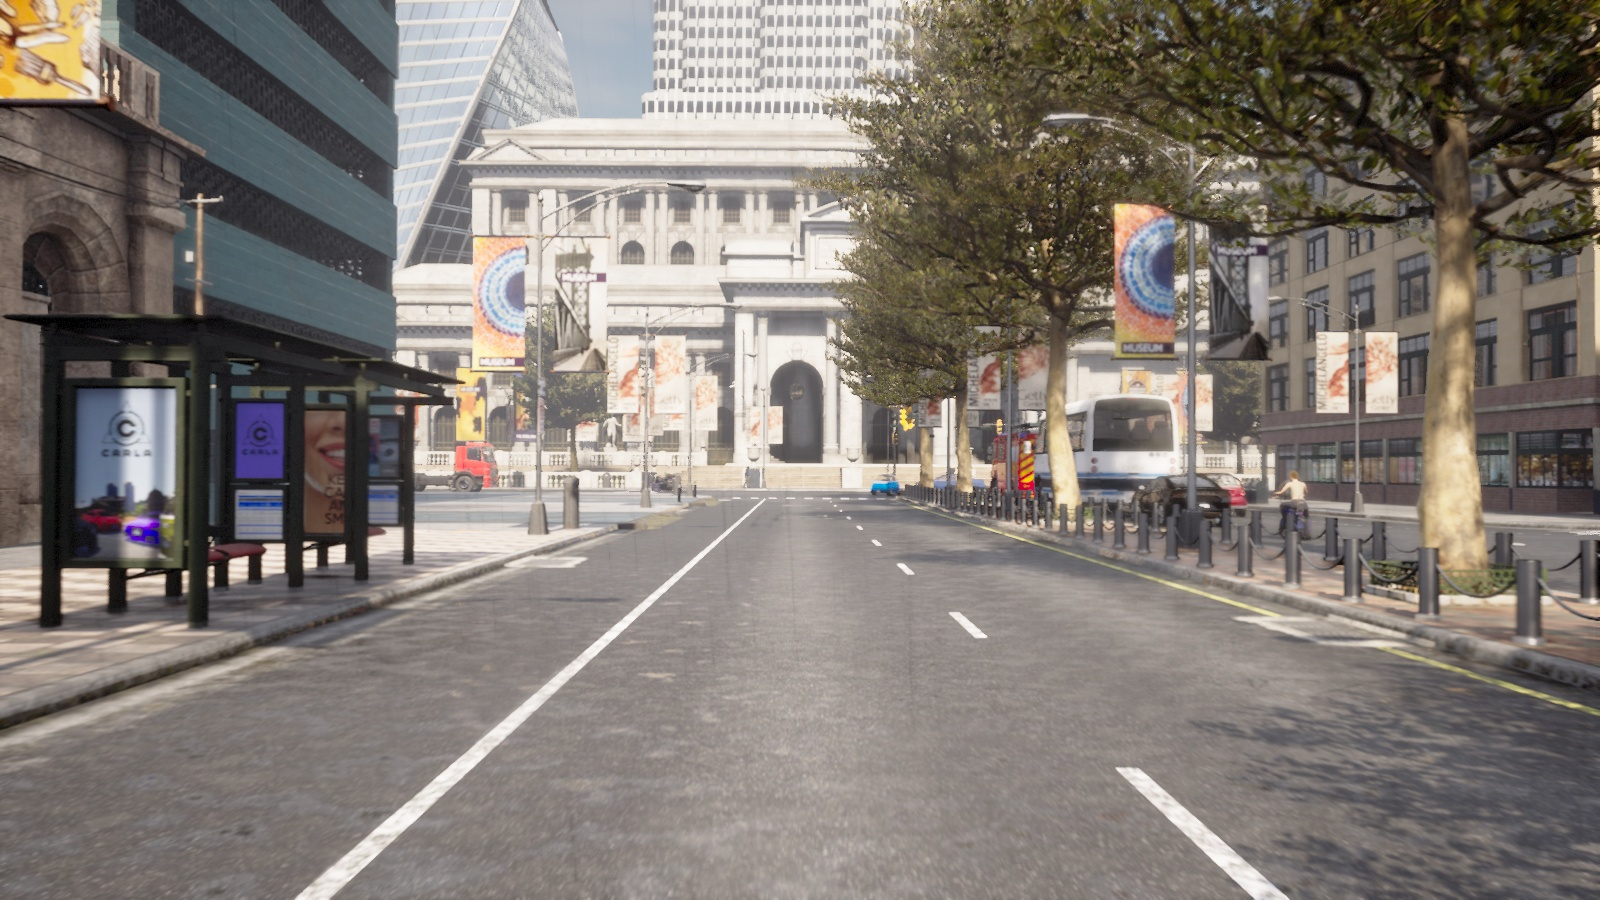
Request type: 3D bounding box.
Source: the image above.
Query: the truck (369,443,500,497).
[{"bbox_3d":[-24.287,1.331,83.690,7.936,3.462,2.891,0,-1,0],"label":"truck"}]

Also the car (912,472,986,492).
[{"bbox_3d":[11.142,2.393,94.124,5.357,1.411,2.033,0,-1,0],"label":"car"}]

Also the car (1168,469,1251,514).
[{"bbox_3d":[14.888,1.497,45.834,1.789,1.549,3.705,0,-1,0],"label":"car"}]

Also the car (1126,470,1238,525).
[{"bbox_3d":[11.409,1.381,37.876,1.882,1.535,5.008,0,-1,0],"label":"car"}]

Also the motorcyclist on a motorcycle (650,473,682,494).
[{"bbox_3d":[-9.680,2.406,90.657,2.191,1.530,0.866,0,-1,0],"label":"motorcyclist on a motorcycle"}]

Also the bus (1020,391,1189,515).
[{"bbox_3d":[11.377,0.202,48.378,3.944,4.253,10.273,0,-1,0],"label":"bus"}]

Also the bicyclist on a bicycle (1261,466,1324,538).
[{"bbox_3d":[11.436,1.194,29.210,0.866,1.612,1.509,0,-1,0],"label":"bicyclist on a bicycle"}]

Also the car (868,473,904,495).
[{"bbox_3d":[5.619,2.218,81.898,1.481,1.376,2.207,-1,-2,33],"label":"car"}]

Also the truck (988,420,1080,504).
[{"bbox_3d":[11.299,0.634,61.461,2.891,3.827,8.468,0,-1,0],"label":"truck"}]
